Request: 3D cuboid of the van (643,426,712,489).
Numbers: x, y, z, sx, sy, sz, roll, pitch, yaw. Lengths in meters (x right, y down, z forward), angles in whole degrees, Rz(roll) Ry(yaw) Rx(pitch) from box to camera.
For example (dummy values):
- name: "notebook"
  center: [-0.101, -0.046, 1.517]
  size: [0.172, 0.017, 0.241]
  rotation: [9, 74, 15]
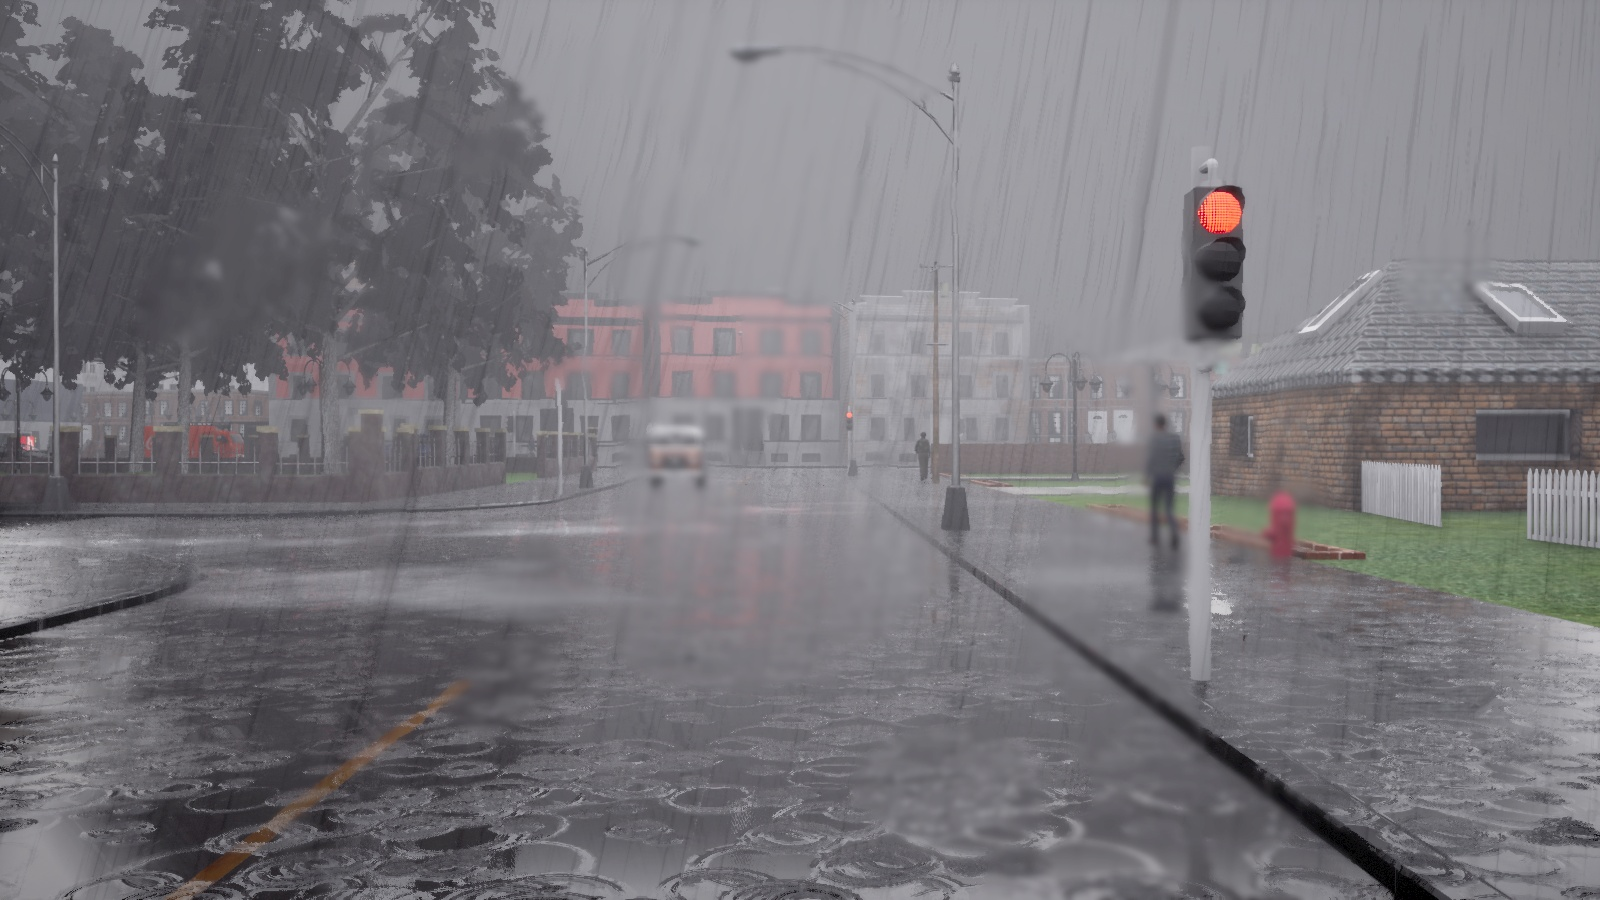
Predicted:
- name: "van"
  center: [-4.137, 0.224, 42.958]
  size: [2.069, 2.038, 4.480]
  rotation: [0, 0, -2]

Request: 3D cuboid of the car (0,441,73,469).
- name: "car"
  center: [-42.887, 0.280, 68.747]
  size: [4.902, 1.511, 2.128]
  rotation: [0, 0, 0]

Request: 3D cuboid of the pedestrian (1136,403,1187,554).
- name: "pedestrian"
  center: [4.778, 0.363, 16.629]
  size: [0.423, 1.949, 0.788]
  rotation: [0, 0, -2]

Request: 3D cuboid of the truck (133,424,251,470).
- name: "truck"
  center: [-33.244, -0.155, 68.773]
  size: [5.204, 2.467, 2.627]
  rotation: [0, 0, 0]

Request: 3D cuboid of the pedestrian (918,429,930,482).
- name: "pedestrian"
  center: [4.592, 0.198, 46.479]
  size: [0.395, 1.930, 0.692]
  rotation: [0, 0, 10]

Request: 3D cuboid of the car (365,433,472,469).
- name: "car"
  center: [-22.088, 0.037, 72.810]
  size: [5.566, 2.045, 2.150]
  rotation: [0, 0, 0]
